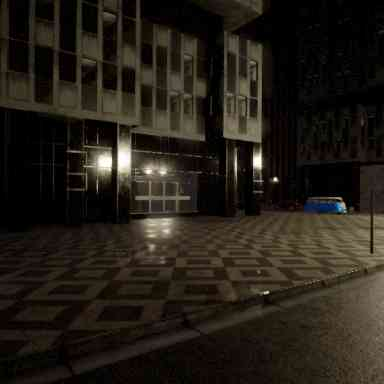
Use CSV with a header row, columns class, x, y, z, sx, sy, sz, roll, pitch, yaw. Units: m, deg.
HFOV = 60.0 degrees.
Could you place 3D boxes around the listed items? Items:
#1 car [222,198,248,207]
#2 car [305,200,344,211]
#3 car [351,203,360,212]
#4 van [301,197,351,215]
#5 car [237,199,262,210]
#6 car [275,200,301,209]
class,x,y,z,sx,sy,sz,roll,pitch,yaw
car,7.369,1.841,57.617,1.752,1.417,4.829,0,0,-36
car,17.328,1.750,43.697,2.008,1.369,4.403,0,0,-36
car,20.615,1.726,39.103,1.947,1.339,4.313,0,0,-36
van,13.687,1.426,34.137,1.690,1.788,3.998,0,0,-36
car,7.114,1.708,43.324,1.887,1.381,4.507,0,0,-36
car,14.042,1.820,48.291,1.802,1.307,4.206,0,0,-36
